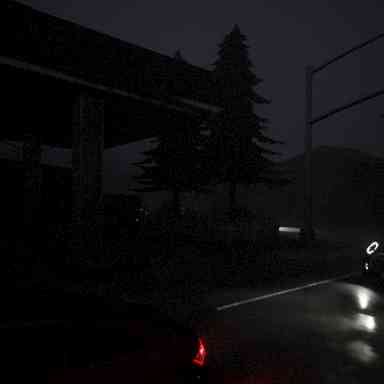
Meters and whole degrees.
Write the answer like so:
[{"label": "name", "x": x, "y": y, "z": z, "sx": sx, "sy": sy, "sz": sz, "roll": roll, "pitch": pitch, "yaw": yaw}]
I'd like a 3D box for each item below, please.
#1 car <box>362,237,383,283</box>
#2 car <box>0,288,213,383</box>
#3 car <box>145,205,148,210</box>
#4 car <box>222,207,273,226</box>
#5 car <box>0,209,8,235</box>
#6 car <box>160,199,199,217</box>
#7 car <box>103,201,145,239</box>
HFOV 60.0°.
[{"label": "car", "x": 6.503, "y": 1.427, "z": 8.725, "sx": 4.553, "sy": 1.767, "sz": 2.097, "roll": 1, "pitch": 0, "yaw": -34}, {"label": "car", "x": -1.843, "y": 1.620, "z": 2.692, "sx": 4.181, "sy": 1.385, "sz": 1.994, "roll": 1, "pitch": -1, "yaw": -36}, {"label": "car", "x": -7.470, "y": 1.662, "z": 41.332, "sx": 2.033, "sy": 1.411, "sz": 5.357, "roll": 1, "pitch": 0, "yaw": -35}, {"label": "car", "x": 4.098, "y": 1.814, "z": 25.028, "sx": 1.994, "sy": 1.385, "sz": 4.181, "roll": 1, "pitch": 0, "yaw": -35}, {"label": "car", "x": -11.652, "y": 1.520, "z": 18.480, "sx": 2.242, "sy": 1.667, "sz": 4.611, "roll": 1, "pitch": 0, "yaw": -36}, {"label": "car", "x": -1.321, "y": 1.539, "z": 32.667, "sx": 2.097, "sy": 1.767, "sz": 4.553, "roll": 1, "pitch": 0, "yaw": -36}, {"label": "car", "x": -4.521, "y": 1.445, "z": 18.298, "sx": 1.905, "sy": 1.878, "sz": 3.866, "roll": 1, "pitch": 0, "yaw": -36}]
